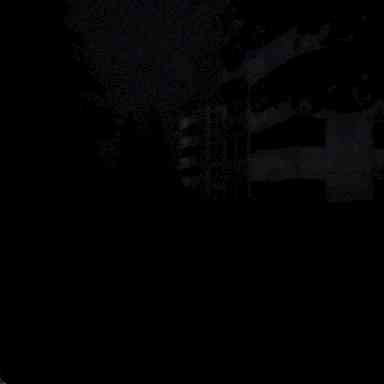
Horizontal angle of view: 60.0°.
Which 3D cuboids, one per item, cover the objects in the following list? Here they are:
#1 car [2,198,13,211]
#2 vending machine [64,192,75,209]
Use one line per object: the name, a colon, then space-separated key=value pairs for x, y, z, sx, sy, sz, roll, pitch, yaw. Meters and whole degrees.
car: x=-20.575 y=1.211 z=34.658 sx=2.097 sy=1.767 sz=4.553 roll=0 pitch=0 yaw=-6
vending machine: x=-15.593 y=1.060 z=42.399 sx=1.100 sy=2.100 sz=0.880 roll=0 pitch=0 yaw=5
